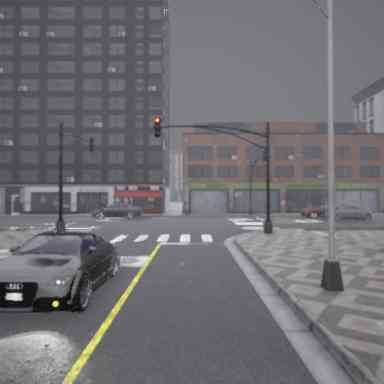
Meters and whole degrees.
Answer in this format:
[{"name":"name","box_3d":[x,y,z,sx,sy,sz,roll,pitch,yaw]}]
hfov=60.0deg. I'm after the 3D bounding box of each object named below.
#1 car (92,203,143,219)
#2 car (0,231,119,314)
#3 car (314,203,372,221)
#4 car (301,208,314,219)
[{"name":"car","box_3d":[-7.265,1.877,32.464,4.892,1.490,1.837,0,-1,0]},{"name":"car","box_3d":[-3.050,1.642,7.735,1.994,1.385,4.181,0,-1,1]},{"name":"car","box_3d":[13.456,1.837,29.224,4.181,1.385,1.994,0,-1,0]},{"name":"car","box_3d":[13.204,1.810,32.479,5.008,1.535,1.882,-1,-1,1]}]
